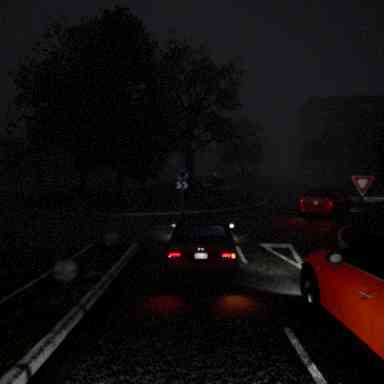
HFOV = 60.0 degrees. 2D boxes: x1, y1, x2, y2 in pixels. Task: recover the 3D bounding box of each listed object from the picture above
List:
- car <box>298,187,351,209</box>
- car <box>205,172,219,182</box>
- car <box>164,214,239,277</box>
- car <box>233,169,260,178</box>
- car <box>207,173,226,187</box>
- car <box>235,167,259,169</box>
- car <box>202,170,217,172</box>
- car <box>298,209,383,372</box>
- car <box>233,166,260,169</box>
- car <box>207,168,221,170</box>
[{"bbox_3d":[8.168,0.495,20.286,2.097,1.767,4.553,3,5,37],"label":"car"},{"bbox_3d":[3.486,-2.539,61.818,1.994,1.385,4.181,0,5,3],"label":"car"},{"bbox_3d":[0.313,1.361,9.913,2.033,1.411,5.357,0,3,3],"label":"car"},{"bbox_3d":[12.403,-3.950,75.820,4.892,1.521,2.231,1,5,9],"label":"car"},{"bbox_3d":[4.007,-1.671,51.459,1.837,1.490,4.892,0,5,-5],"label":"car"},{"bbox_3d":[12.879,-4.333,78.509,4.553,1.767,2.185,1,6,9],"label":"car"},{"bbox_3d":[3.955,-3.477,71.673,2.033,1.411,5.357,1,5,9],"label":"car"},{"bbox_3d":[3.151,1.319,4.685,2.097,1.767,4.553,0,1,0],"label":"car"},{"bbox_3d":[13.749,-4.976,83.906,5.566,2.045,2.435,1,6,10],"label":"car"},{"bbox_3d":[5.376,-4.440,81.166,1.882,1.535,5.008,1,6,9],"label":"car"}]
